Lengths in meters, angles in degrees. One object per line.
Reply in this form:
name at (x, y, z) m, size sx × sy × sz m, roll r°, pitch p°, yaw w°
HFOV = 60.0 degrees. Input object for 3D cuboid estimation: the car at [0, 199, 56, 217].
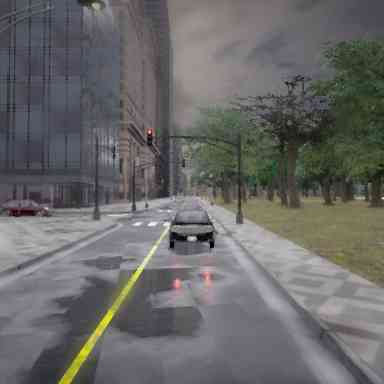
car at (-13.544, 1.375, 27.821) m, size 4.097 × 1.590 × 1.967 m, roll 0°, pitch -2°, yaw -1°

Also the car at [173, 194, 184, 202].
car at (-3.001, 1.434, 79.856) m, size 2.150 × 2.045 × 5.566 m, roll 0°, pitch 0°, yaw 0°

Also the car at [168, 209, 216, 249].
car at (-0.001, 1.504, 14.656) m, size 2.128 × 1.511 × 4.902 m, roll 0°, pitch 0°, yaw 0°
